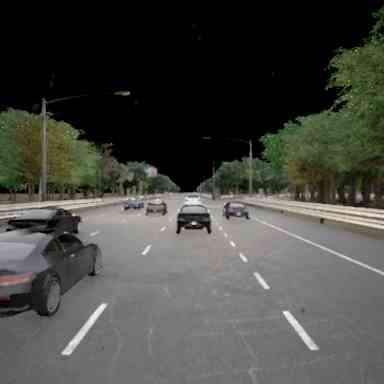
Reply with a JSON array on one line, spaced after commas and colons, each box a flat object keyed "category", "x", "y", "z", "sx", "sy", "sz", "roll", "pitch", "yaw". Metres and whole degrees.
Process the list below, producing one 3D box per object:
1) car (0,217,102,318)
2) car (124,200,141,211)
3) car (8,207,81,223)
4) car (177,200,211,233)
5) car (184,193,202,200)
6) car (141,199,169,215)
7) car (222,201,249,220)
[{"category": "car", "x": -3.400, "y": 1.524, "z": 7.314, "sx": 1.812, "sy": 1.442, "sz": 4.674, "roll": 0, "pitch": 0, "yaw": 0}, {"category": "car", "x": -6.898, "y": 1.579, "z": 40.348, "sx": 1.895, "sy": 1.301, "sz": 4.718, "roll": 0, "pitch": 0, "yaw": 0}, {"category": "car", "x": -6.898, "y": 1.472, "z": 16.161, "sx": 1.882, "sy": 1.535, "sz": 5.008, "roll": 0, "pitch": 0, "yaw": 0}, {"category": "car", "x": 0.103, "y": 1.465, "z": 19.746, "sx": 1.882, "sy": 1.535, "sz": 5.008, "roll": 0, "pitch": 0, "yaw": 0}, {"category": "car", "x": 0.104, "y": 1.192, "z": 45.074, "sx": 2.150, "sy": 2.045, "sz": 5.566, "roll": 0, "pitch": 0, "yaw": 0}, {"category": "car", "x": -3.399, "y": 1.472, "z": 33.067, "sx": 2.128, "sy": 1.511, "sz": 4.902, "roll": 0, "pitch": 0, "yaw": 0}, {"category": "car", "x": 3.603, "y": 1.505, "z": 27.865, "sx": 1.812, "sy": 1.442, "sz": 4.674, "roll": 0, "pitch": 0, "yaw": 0}]
